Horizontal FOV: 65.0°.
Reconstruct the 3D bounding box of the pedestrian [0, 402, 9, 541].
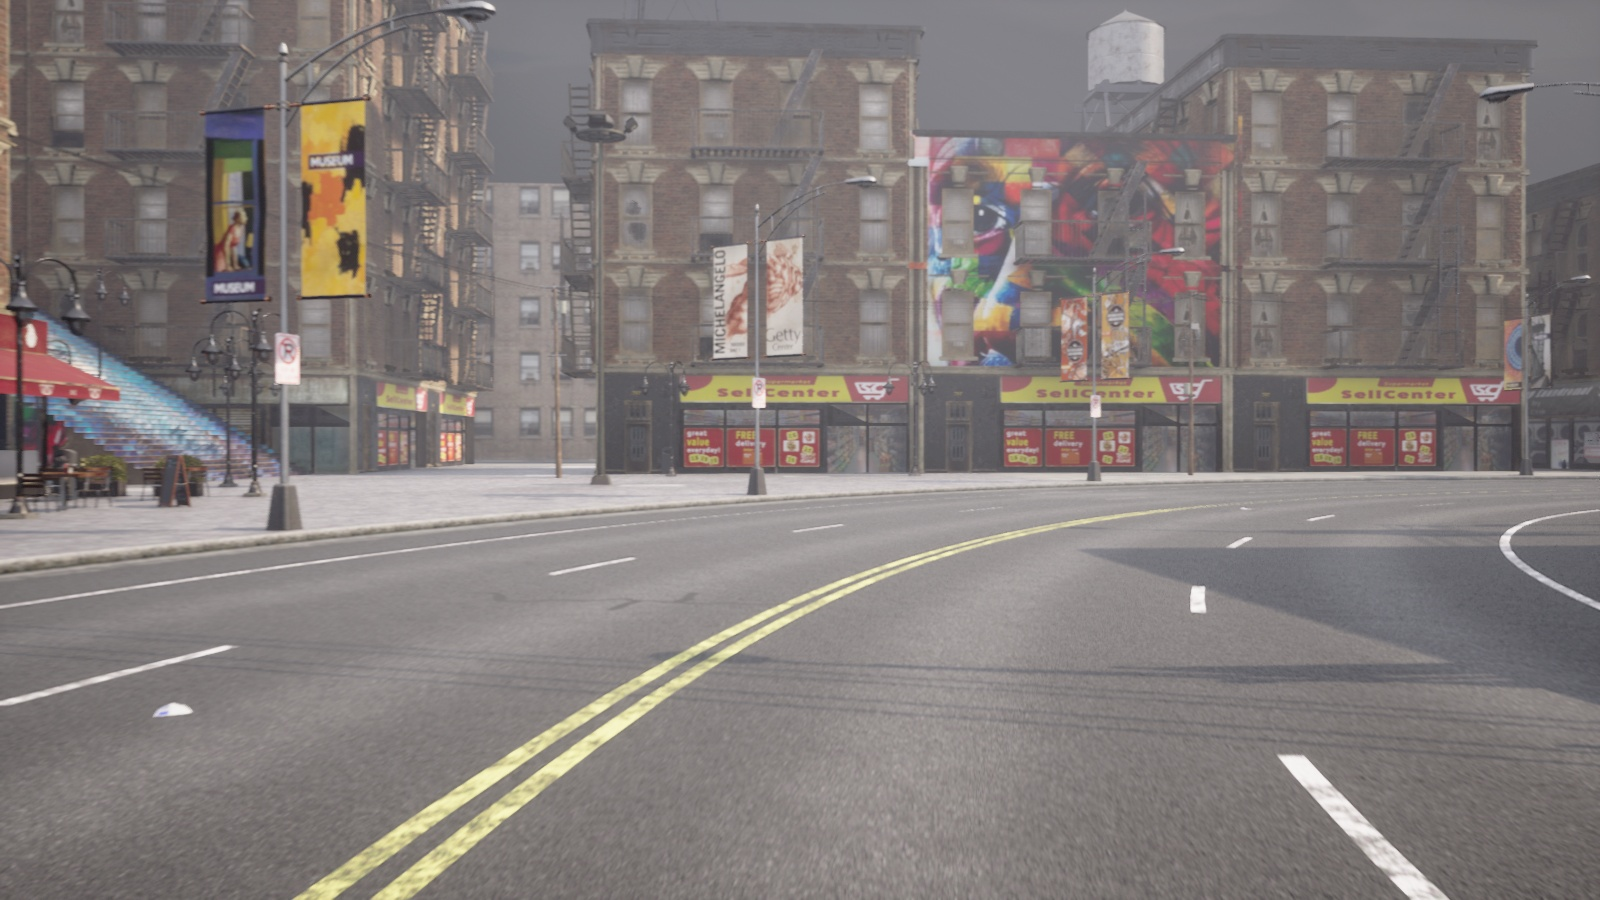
[{"bbox_3d":[-11.181,0.290,16.575,0.874,1.855,0.900,0,0,13],"label":"pedestrian"}]
